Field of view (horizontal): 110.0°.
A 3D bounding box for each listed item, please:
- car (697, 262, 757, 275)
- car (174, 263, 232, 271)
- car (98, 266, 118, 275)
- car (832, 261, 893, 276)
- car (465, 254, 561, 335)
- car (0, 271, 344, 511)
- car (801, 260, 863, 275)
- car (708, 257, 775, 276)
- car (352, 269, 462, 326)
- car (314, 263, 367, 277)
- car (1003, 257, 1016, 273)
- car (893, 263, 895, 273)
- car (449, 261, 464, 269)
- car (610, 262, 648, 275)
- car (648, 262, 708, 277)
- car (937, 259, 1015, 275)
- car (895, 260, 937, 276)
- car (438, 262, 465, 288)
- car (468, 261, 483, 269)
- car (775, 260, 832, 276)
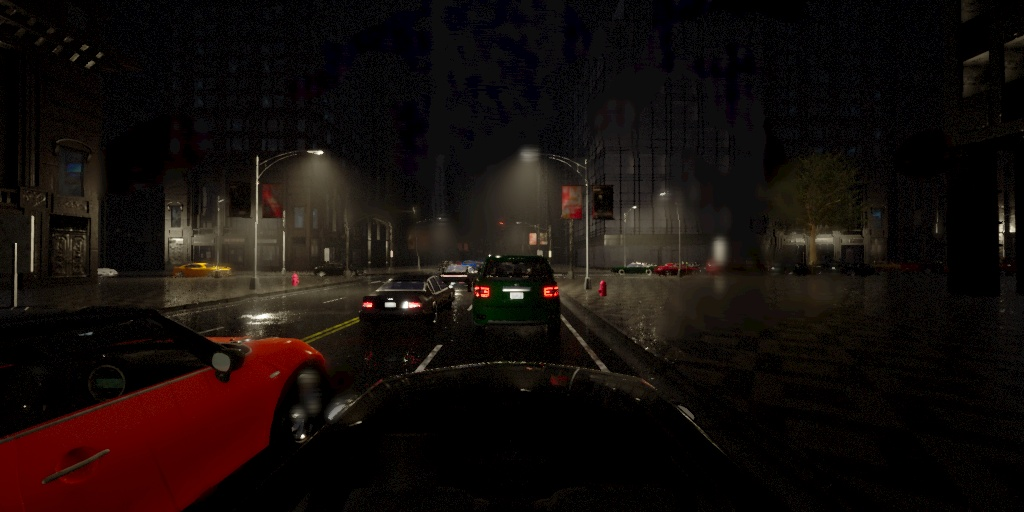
[{"bbox_3d":[23.460,1.335,39.235,5.357,1.411,2.033,0,-1,-1],"label":"car"},{"bbox_3d":[-30.498,1.441,35.452,5.008,1.535,1.882,-1,-1,0],"label":"car"},{"bbox_3d":[-41.994,1.541,35.482,4.674,1.442,1.812,0,-1,0],"label":"car"},{"bbox_3d":[32.280,1.259,33.578,4.313,1.339,1.948,0,0,-1],"label":"car"},{"bbox_3d":[0.114,0.979,10.641,2.150,2.045,5.566,0,0,0],"label":"car"},{"bbox_3d":[-3.146,1.102,2.313,2.097,1.767,4.553,0,0,0],"label":"car"},{"bbox_3d":[35.058,1.247,39.379,4.902,1.511,2.128,0,-1,-1],"label":"car"},{"bbox_3d":[21.005,1.041,33.421,5.009,1.841,2.192,0,0,-1],"label":"car"},{"bbox_3d":[-3.121,1.307,11.725,2.033,1.411,5.357,0,0,0],"label":"car"},{"bbox_3d":[-16.922,1.408,35.426,4.892,1.490,1.837,-1,-1,0],"label":"car"},{"bbox_3d":[49.195,0.972,33.814,5.009,1.841,2.192,0,0,-1],"label":"car"},{"bbox_3d":[43.273,1.295,42.256,4.829,1.417,1.751,0,0,-1],"label":"car"},{"bbox_3d":[-9.718,1.571,63.188,1.812,1.442,4.674,0,0,1],"label":"car"},{"bbox_3d":[13.210,1.422,39.088,4.718,1.301,1.895,0,-1,0],"label":"car"},{"bbox_3d":[15.366,1.327,33.342,4.207,1.307,1.802,0,0,-1],"label":"car"},{"bbox_3d":[43.556,1.213,33.735,4.507,1.381,1.888,0,0,-1],"label":"car"},{"bbox_3d":[42.567,1.179,36.352,5.008,1.535,1.882,0,-1,0],"label":"car"},{"bbox_3d":[-3.123,1.280,21.462,2.128,1.511,4.902,0,0,0],"label":"car"},{"bbox_3d":[-6.458,1.599,64.043,2.033,1.411,5.357,0,0,1],"label":"car"},{"bbox_3d":[26.642,1.275,33.499,4.313,1.339,1.948,0,0,-1],"label":"car"}]
